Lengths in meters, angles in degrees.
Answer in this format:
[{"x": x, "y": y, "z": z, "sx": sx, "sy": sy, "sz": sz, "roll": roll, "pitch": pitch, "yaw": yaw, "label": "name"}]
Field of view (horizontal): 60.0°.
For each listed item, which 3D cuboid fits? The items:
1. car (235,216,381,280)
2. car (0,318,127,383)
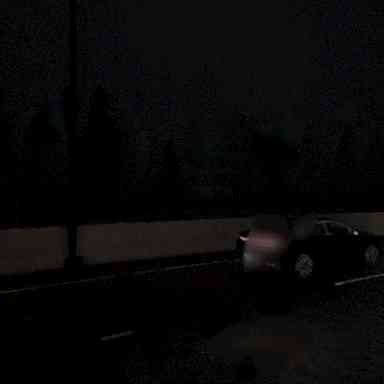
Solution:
[{"x": 3.568, "y": 1.480, "z": 9.849, "sx": 4.902, "sy": 1.511, "sz": 2.128, "roll": 0, "pitch": 0, "yaw": -30, "label": "car"}, {"x": -2.716, "y": 1.480, "z": 1.714, "sx": 4.902, "sy": 1.511, "sz": 2.128, "roll": 0, "pitch": 0, "yaw": -36, "label": "car"}]
